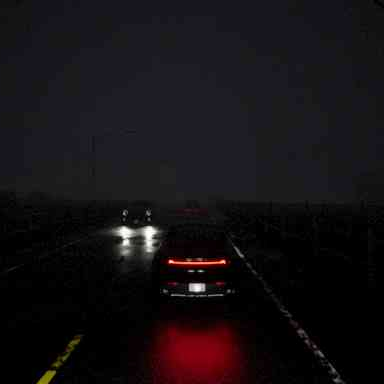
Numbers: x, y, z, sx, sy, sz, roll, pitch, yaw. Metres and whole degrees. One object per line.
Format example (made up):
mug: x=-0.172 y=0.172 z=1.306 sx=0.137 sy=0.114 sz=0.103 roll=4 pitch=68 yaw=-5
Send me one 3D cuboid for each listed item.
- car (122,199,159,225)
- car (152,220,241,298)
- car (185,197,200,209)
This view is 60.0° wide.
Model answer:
car: x=-3.619 y=1.345 z=23.811 sx=2.097 sy=1.767 sz=4.553 roll=0 pitch=0 yaw=0
car: x=0.093 y=1.502 z=8.510 sx=1.837 sy=1.490 sz=4.892 roll=0 pitch=0 yaw=0
car: x=0.061 y=1.480 z=45.376 sx=2.128 sy=1.511 sz=4.902 roll=0 pitch=0 yaw=0
